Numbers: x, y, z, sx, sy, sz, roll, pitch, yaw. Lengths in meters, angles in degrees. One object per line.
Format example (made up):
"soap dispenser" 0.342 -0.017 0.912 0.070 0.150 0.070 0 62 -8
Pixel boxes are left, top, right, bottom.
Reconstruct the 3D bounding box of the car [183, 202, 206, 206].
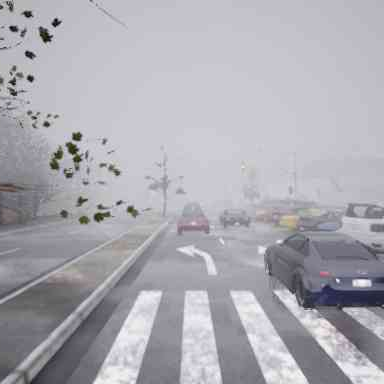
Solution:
"car" 0.086 1.834 36.177 2.097 1.767 4.553 0 -1 0

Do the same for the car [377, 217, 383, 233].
"car" 8.076 1.593 9.340 4.892 1.521 2.231 1 0 -20

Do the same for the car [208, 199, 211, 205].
"car" 7.857 2.934 91.357 5.366 1.575 1.946 2 -2 -20

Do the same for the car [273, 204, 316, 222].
"car" 8.235 1.751 21.337 5.366 1.575 1.946 1 -1 -20

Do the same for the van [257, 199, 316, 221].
"van" 7.953 1.611 27.197 4.442 1.987 1.878 1 -1 -20

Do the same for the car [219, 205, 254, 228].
"car" 3.090 1.916 24.962 1.895 1.301 4.718 0 -1 0

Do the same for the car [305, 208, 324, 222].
"car" 8.070 1.667 15.305 5.008 1.535 2.097 1 -1 -20

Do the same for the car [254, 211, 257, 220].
"car" 7.885 1.877 30.152 5.366 1.575 1.946 1 -1 -20

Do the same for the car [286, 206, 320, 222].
"car" 8.056 1.709 18.290 4.892 1.521 2.231 1 -1 -20

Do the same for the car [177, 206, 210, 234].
"car" 0.093 1.826 21.383 1.994 1.385 4.181 0 -1 0

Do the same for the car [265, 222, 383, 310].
"car" 3.097 1.650 8.066 1.994 1.385 4.181 0 -1 0

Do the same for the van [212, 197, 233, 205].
"van" 7.928 2.371 82.460 4.442 1.987 1.878 2 -2 -20

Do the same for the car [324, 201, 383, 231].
"car" 8.095 1.377 12.344 5.566 2.045 2.435 1 -1 -20

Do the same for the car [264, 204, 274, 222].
"car" 8.086 1.825 24.267 4.792 1.488 2.163 1 -1 -20
